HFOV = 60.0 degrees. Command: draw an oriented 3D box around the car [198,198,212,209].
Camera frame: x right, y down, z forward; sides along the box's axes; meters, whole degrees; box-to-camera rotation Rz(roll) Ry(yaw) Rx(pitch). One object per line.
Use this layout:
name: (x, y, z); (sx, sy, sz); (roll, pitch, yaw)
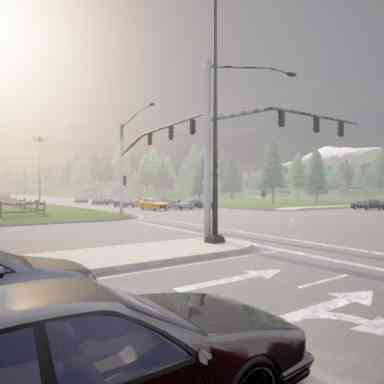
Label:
car: (1.192, 1.556, 44.802); (2.033, 1.411, 5.357); (0, 0, -35)

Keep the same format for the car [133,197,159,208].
car: (-7.007, 1.485, 50.455); (1.882, 1.535, 5.008); (0, 0, -35)

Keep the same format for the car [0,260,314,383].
car: (-1.267, 1.548, 2.858); (5.357, 1.411, 2.033); (0, 0, -35)

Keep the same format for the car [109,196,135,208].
car: (-9.996, 1.532, 48.622); (1.812, 1.442, 4.674); (0, 0, -35)

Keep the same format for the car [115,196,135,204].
car: (-13.266, 1.500, 65.677); (2.128, 1.511, 4.902); (0, 0, -34)

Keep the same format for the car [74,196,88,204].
car: (-21.984, 1.569, 65.998); (1.994, 1.385, 4.181); (0, 0, -35)

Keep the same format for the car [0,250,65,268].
car: (-3.676, 1.564, 5.422); (4.181, 1.385, 1.994); (0, 0, -36)

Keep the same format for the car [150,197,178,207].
car: (-4.564, 1.556, 53.071); (2.033, 1.411, 5.357); (0, 0, -35)

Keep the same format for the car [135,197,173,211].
car: (-4.777, 1.484, 41.119); (1.882, 1.535, 5.008); (0, 0, -35)

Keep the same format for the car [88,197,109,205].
car: (-15.685, 1.570, 56.808); (1.994, 1.385, 4.181); (0, 0, -35)

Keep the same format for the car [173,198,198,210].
car: (-1.662, 1.608, 42.770); (1.895, 1.301, 4.718); (0, 0, -35)

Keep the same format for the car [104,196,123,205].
car: (-14.486, 1.533, 61.251); (1.812, 1.442, 4.674); (0, 0, -34)

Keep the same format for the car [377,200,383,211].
car: (25.300, 1.235, 40.482); (5.566, 2.045, 2.150); (0, 0, -35)

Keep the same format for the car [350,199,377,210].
car: (22.730, 1.561, 42.913); (5.357, 1.411, 2.033); (0, 0, -32)
